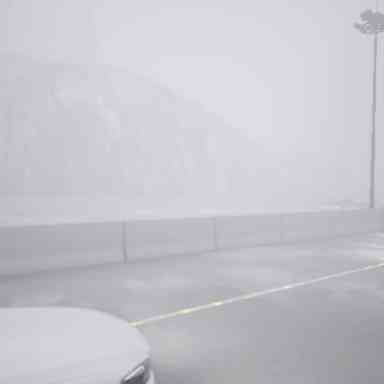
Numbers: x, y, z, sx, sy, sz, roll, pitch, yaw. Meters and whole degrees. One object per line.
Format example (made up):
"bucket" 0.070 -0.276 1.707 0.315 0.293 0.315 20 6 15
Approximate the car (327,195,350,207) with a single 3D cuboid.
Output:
"car" 19.325 1.095 42.476 4.674 1.442 1.812 0 1 -34

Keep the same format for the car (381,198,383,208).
"car" 23.267 1.249 36.693 4.674 1.442 1.812 0 1 -34

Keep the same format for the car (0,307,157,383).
"car" -2.491 1.445 2.181 4.674 1.442 1.812 0 1 -33

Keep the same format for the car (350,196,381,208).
"car" 21.296 1.182 39.585 4.674 1.442 1.812 0 1 -34
